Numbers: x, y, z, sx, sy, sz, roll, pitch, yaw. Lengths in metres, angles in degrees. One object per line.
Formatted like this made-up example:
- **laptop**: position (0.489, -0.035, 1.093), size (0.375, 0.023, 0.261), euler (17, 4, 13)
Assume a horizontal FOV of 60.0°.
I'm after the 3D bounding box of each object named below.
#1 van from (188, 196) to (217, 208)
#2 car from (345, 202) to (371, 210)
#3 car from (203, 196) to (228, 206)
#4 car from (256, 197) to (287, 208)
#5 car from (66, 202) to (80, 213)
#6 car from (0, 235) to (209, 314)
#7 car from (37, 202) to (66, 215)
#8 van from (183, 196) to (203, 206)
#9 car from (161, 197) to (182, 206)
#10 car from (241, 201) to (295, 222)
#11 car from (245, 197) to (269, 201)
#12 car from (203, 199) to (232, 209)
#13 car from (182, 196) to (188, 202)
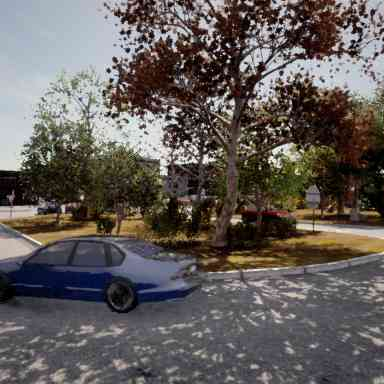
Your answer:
- **van**: position (1.827, 1.754, 55.023), size (1.878, 1.987, 4.442), euler (1, 0, -36)
- **car**: position (30.975, 2.545, 62.240), size (1.837, 1.490, 4.892), euler (2, -1, -23)
- **car**: position (5.141, 1.886, 72.339), size (2.435, 2.045, 5.566), euler (1, -1, -36)
- **car**: position (15.374, 1.968, 64.677), size (2.435, 2.045, 5.566), euler (1, -1, -36)
- **car**: position (-15.012, 2.069, 42.818), size (2.002, 1.452, 4.674), euler (-1, 0, -36)
- **car**: position (-2.351, 1.702, 7.549), size (5.357, 1.411, 2.033), euler (-2, -3, 18)
- **car**: position (-17.561, 1.930, 40.931), size (2.185, 1.767, 4.553), euler (-1, 0, -35)
- **van**: position (0.167, 1.818, 68.650), size (1.878, 1.987, 4.442), euler (1, -1, -36)
- **car**: position (-4.846, 1.981, 65.418), size (1.946, 1.575, 5.366), euler (1, 0, -36)
- **car**: position (6.195, 1.833, 27.171), size (2.097, 1.767, 4.553), euler (3, -3, -35)
- **car**: position (10.953, 1.858, 61.470), size (2.435, 2.045, 5.566), euler (1, -1, -36)
- **car**: position (4.270, 1.999, 56.406), size (1.946, 1.575, 5.366), euler (1, 0, -36)
- **car**: position (-2.350, 1.882, 66.946), size (2.185, 1.767, 4.553), euler (1, 0, -36)
